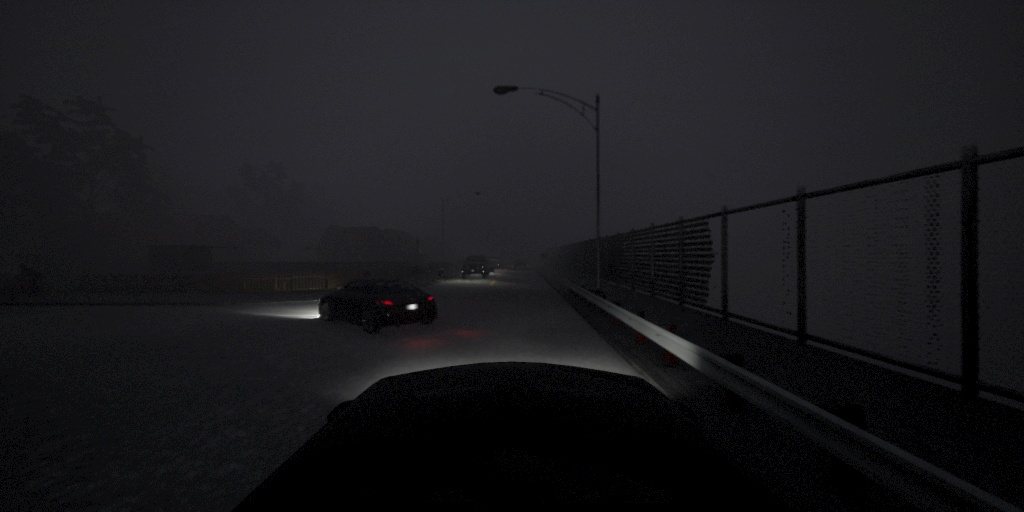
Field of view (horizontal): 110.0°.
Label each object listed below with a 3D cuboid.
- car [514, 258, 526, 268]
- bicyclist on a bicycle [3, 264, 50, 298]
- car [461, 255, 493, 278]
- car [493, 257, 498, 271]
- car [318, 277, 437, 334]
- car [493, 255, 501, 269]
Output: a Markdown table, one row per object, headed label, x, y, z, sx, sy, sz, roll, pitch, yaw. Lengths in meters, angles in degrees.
| label | x | y | z | sx | sy | sz | roll | pitch | yaw |
| --- | --- | --- | --- | --- | --- | --- | --- | --- | --- |
| car | 1.302 | 1.129 | 56.758 | 2.128 | 1.511 | 4.902 | 0 | 0 | 1 |
| bicyclist on a bicycle | -23.435 | 1.200 | 17.345 | 0.582 | 1.620 | 1.656 | 0 | 0 | 1 |
| car | -3.380 | 0.929 | 34.081 | 2.150 | 2.045 | 5.566 | 0 | 0 | 1 |
| car | -3.149 | 1.212 | 43.996 | 1.812 | 1.442 | 4.674 | 0 | 0 | 1 |
| car | -4.128 | 1.319 | 10.814 | 4.181 | 1.385 | 1.994 | 0 | 0 | 42 |
| car | -2.844 | 0.886 | 54.731 | 2.150 | 2.045 | 5.566 | 0 | 0 | 1 |
